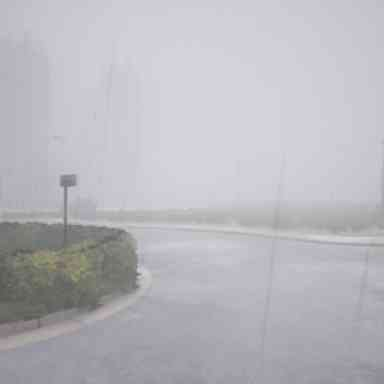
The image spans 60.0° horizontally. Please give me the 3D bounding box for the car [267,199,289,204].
[{"bbox_3d":[14.512,1.953,56.486,1.994,1.385,4.181,1,0,-35],"label":"car"}]

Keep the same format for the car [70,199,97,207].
[{"bbox_3d":[-12.732,1.585,38.797,2.242,1.667,4.611,1,0,-36],"label":"car"}]
